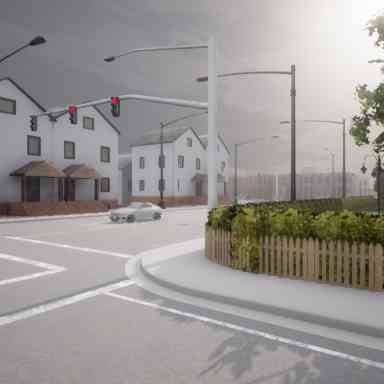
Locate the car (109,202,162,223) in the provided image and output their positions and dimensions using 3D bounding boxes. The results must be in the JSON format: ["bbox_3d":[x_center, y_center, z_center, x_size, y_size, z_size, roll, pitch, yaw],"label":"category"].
[{"bbox_3d":[-4.218,1.526,25.703,1.812,1.442,4.674,0,0,35],"label":"car"}]

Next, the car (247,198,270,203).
[{"bbox_3d":[8.878,1.548,44.633,2.033,1.411,5.357,0,0,35],"label":"car"}]
